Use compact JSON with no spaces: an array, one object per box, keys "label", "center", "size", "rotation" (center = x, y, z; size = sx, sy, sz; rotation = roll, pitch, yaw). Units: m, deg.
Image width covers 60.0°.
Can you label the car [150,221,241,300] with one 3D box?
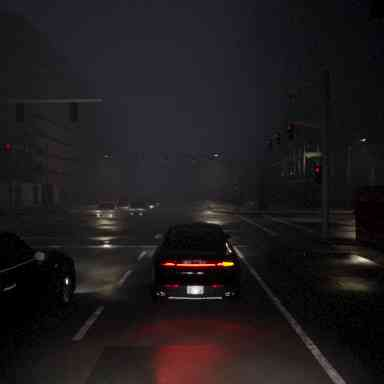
[{"label":"car","center":[0.076,1.505,8.376],"size":[1.837,1.490,4.892],"rotation":[0,0,0]}]

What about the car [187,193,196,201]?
[{"label":"car","center":[-0.067,1.225,84.394],"size":[2.150,2.045,5.566],"rotation":[0,0,1]}]

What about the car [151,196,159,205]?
[{"label":"car","center":[-7.429,1.478,57.404],"size":[1.882,1.535,5.008],"rotation":[0,0,1]}]

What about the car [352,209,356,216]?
[{"label":"car","center":[15.955,1.656,27.612],"size":[4.718,1.301,1.895],"rotation":[0,0,0]}]

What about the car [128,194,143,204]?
[{"label":"car","center":[-10.828,1.352,63.809],"size":[2.097,1.767,4.553],"rotation":[0,0,1]}]

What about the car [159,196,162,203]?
[{"label":"car","center":[-7.246,1.547,67.847],"size":[2.033,1.411,5.357],"rotation":[0,0,1]}]

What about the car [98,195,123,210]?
[{"label":"car","center":[-10.995,1.478,44.240],"size":[1.882,1.535,5.008],"rotation":[0,0,0]}]

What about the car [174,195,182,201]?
[{"label":"car","center":[-3.569,1.553,84.167],"size":[1.994,1.385,4.181],"rotation":[0,0,1]}]

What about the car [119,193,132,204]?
[{"label":"car","center":[-10.970,1.221,54.060],"size":[2.150,2.045,5.566],"rotation":[0,0,1]}]

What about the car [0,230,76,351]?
[{"label":"car","center":[-3.449,1.352,5.051],"size":[2.097,1.767,4.553],"rotation":[0,0,0]}]

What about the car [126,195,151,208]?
[{"label":"car","center":[-7.509,1.547,47.425],"size":[2.033,1.411,5.357],"rotation":[0,0,0]}]
